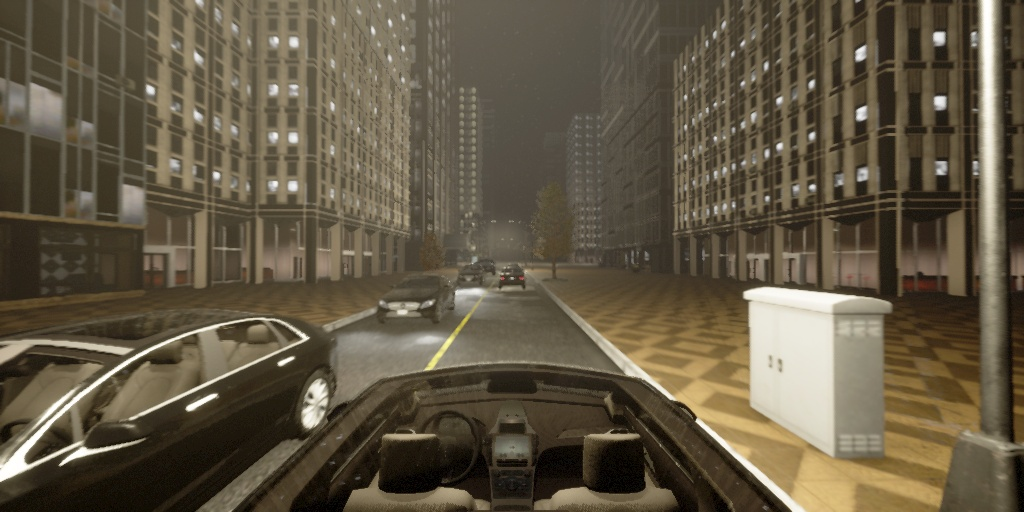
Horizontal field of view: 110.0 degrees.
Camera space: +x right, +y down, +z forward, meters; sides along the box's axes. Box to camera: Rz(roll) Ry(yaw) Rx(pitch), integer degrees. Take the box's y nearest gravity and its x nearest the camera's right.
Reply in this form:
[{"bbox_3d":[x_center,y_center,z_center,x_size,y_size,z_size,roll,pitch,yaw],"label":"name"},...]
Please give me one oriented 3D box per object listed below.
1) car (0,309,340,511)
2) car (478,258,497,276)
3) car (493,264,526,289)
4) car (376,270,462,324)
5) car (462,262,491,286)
[{"bbox_3d":[-3.095,1.261,2.634,1.837,1.490,4.892,0,0,0],"label":"car"},{"bbox_3d":[-2.997,1.216,42.121,2.150,2.045,5.566,0,0,0],"label":"car"},{"bbox_3d":[0.013,1.447,24.793,2.033,1.411,5.357,0,0,0],"label":"car"},{"bbox_3d":[-3.089,1.346,12.450,1.812,1.442,4.674,0,0,0],"label":"car"},{"bbox_3d":[-3.008,1.409,27.448,2.128,1.511,4.902,0,0,0],"label":"car"}]
